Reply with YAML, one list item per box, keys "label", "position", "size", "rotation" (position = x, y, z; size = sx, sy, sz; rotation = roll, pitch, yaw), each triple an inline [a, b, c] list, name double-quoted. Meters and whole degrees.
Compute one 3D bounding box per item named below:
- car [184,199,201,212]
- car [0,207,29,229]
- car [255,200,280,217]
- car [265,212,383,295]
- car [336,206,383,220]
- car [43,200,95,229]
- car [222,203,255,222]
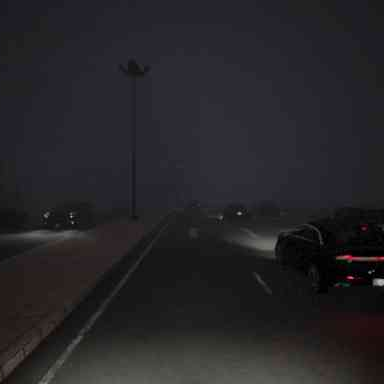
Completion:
- label: "car"
  position: [0.101, 1.608, 40.198]
  size: [1.812, 1.442, 4.674]
  rotation: [0, 0, 0]
- label: "car"
  position: [-11.527, 1.588, 19.298]
  size: [2.033, 1.411, 5.357]
  rotation: [0, 0, 0]
- label: "car"
  position: [7.100, 1.544, 32.381]
  size: [1.882, 1.535, 5.008]
  rotation: [0, 0, 0]
- label: "car"
  position: [3.600, 1.510, 8.762]
  size: [2.128, 1.511, 4.902]
  rotation: [0, 0, 0]
- label: "car"
  position: [7.100, 1.381, 14.243]
  size: [2.097, 1.767, 4.553]
  rotation: [0, 0, 0]
- label: "car"
  position: [-8.004, 1.395, 22.042]
  size: [2.097, 1.767, 4.553]
  rotation: [0, 0, 0]
- label: "car"
  position: [3.600, 1.620, 27.230]
  size: [1.994, 1.385, 4.181]
  rotation: [0, 0, 0]
